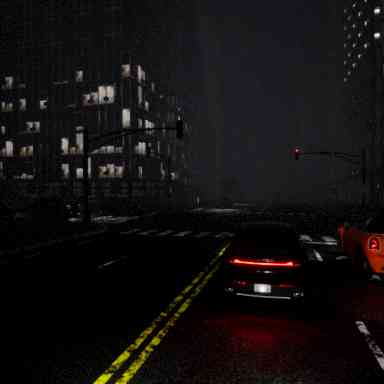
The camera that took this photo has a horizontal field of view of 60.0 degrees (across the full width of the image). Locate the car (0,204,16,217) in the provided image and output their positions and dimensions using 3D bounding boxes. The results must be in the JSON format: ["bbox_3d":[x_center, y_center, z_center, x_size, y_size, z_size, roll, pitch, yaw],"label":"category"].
[{"bbox_3d":[-16.662,1.433,27.317,4.313,1.339,1.947,1,1,16],"label":"car"}]

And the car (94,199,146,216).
[{"bbox_3d":[-6.584,1.378,30.556,4.674,1.442,1.812,0,2,6],"label":"car"}]

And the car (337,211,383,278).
[{"bbox_3d":[5.766,1.347,9.978,2.097,1.767,4.553,0,0,15],"label":"car"}]

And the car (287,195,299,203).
[{"bbox_3d":[21.179,1.464,69.489,2.128,1.511,4.902,0,0,15],"label":"car"}]

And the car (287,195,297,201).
[{"bbox_3d":[23.778,1.466,79.481,2.033,1.411,5.357,0,0,15],"label":"car"}]

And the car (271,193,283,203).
[{"bbox_3d":[18.013,1.158,70.250,2.150,2.045,5.566,0,0,15],"label":"car"}]

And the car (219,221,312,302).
[{"bbox_3d":[1.890,1.501,8.389,1.837,1.490,4.892,0,0,15],"label":"car"}]

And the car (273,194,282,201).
[{"bbox_3d":[20.633,1.236,80.302,1.882,1.535,5.008,0,0,15],"label":"car"}]

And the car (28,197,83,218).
[{"bbox_3d":[-11.696,1.216,28.695,4.553,1.767,2.097,1,1,17],"label":"car"}]

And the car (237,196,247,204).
[{"bbox_3d":[9.117,1.461,62.139,1.837,1.490,4.892,0,-1,15],"label":"car"}]

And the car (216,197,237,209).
[{"bbox_3d":[4.493,1.500,44.528,1.812,1.442,4.674,0,0,14],"label":"car"}]
